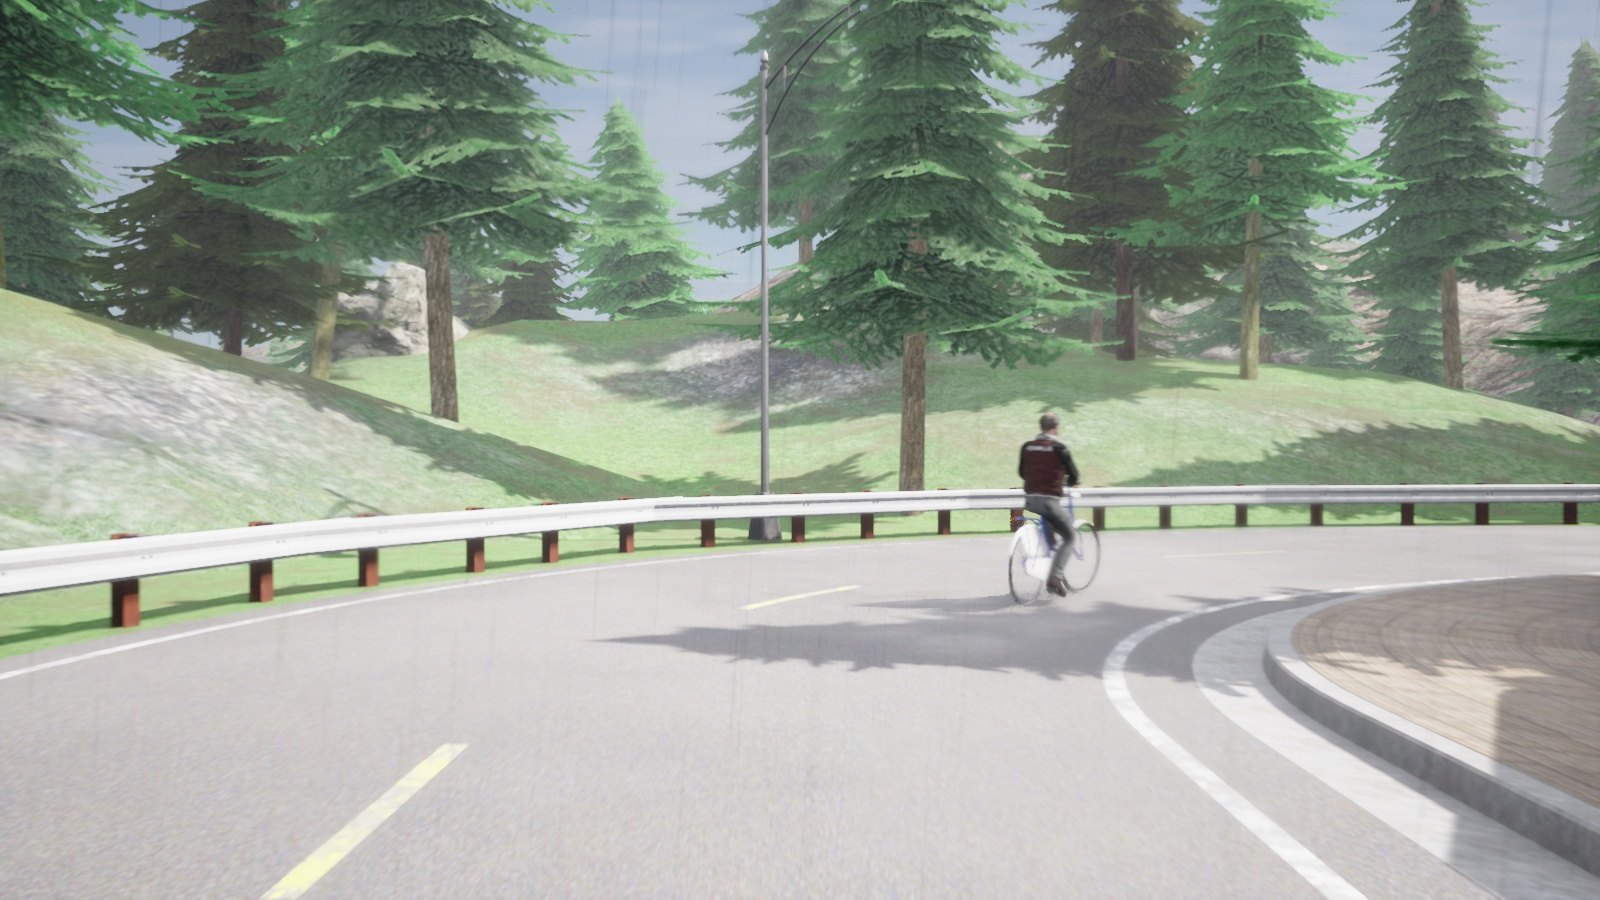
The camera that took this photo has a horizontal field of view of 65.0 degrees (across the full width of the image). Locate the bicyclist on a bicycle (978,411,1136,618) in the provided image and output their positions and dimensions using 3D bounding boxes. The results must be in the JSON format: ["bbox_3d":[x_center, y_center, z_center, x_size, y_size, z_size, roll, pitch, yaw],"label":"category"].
[{"bbox_3d":[2.432,0.539,11.715,0.659,1.776,1.843,2,2,38],"label":"bicyclist on a bicycle"}]
